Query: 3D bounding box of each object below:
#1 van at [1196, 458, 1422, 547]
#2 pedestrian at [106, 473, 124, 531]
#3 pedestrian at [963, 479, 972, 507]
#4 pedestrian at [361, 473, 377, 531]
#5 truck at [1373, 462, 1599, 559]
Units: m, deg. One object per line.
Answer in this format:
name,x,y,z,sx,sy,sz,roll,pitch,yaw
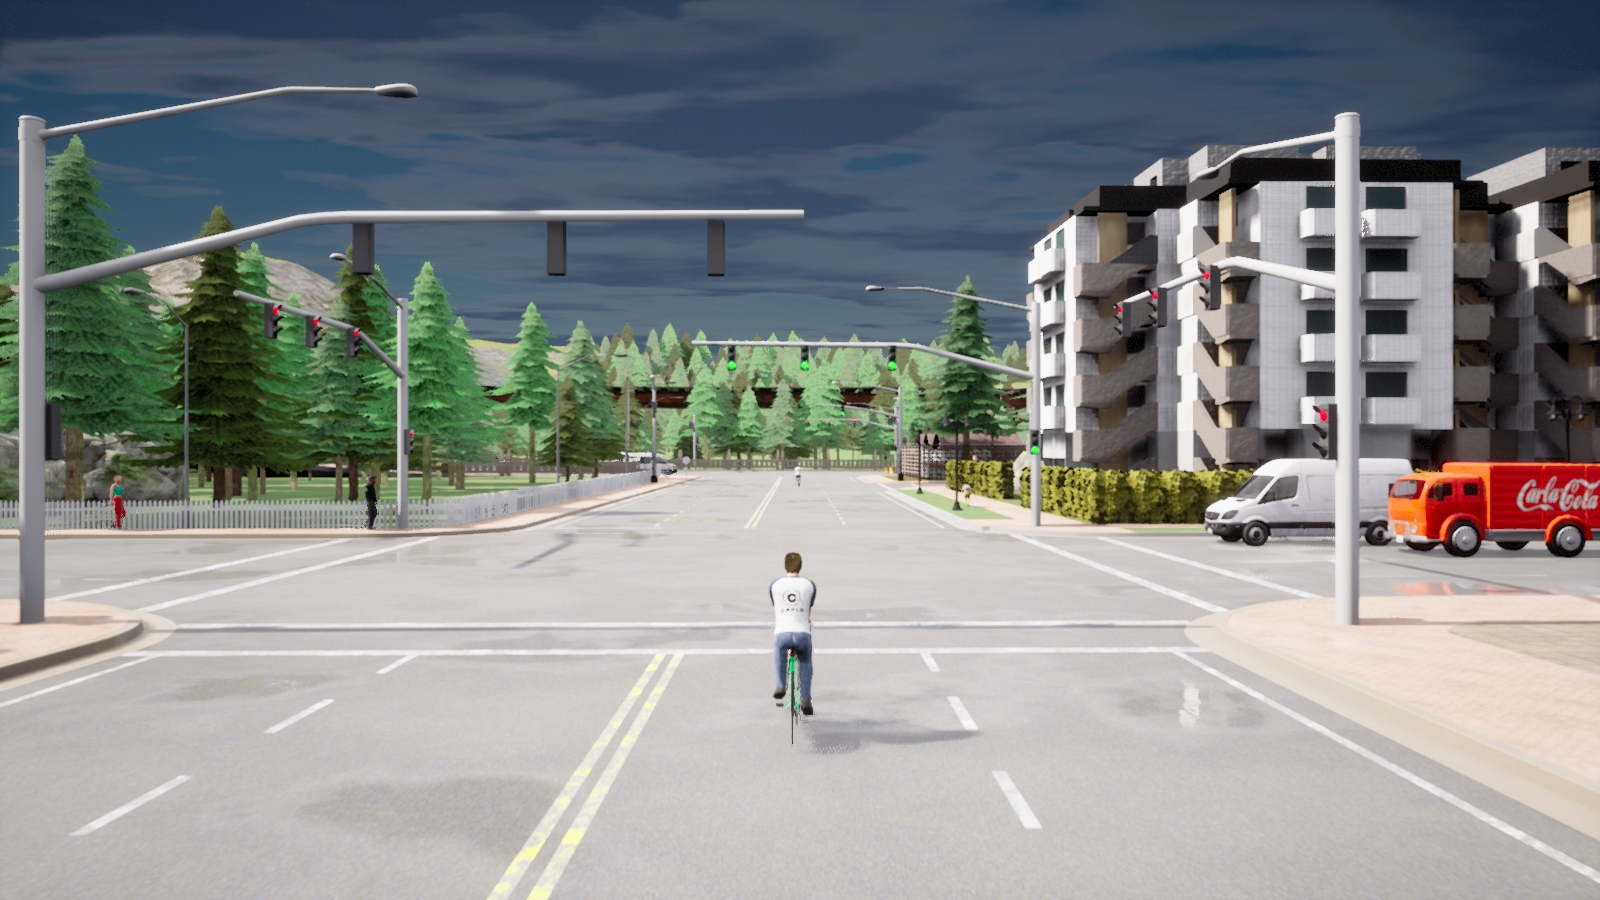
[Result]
van,15.137,1.536,34.183,5.915,2.561,1.988,0,0,-2
pedestrian,-22.388,1.698,37.330,0.375,1.860,0.375,0,0,-2
pedestrian,7.708,1.980,52.718,0.375,1.300,0.375,0,0,2
pedestrian,-14.085,1.699,37.378,0.375,1.860,0.375,0,0,2
truck,18.724,1.569,30.832,5.204,2.467,2.627,0,0,-2
